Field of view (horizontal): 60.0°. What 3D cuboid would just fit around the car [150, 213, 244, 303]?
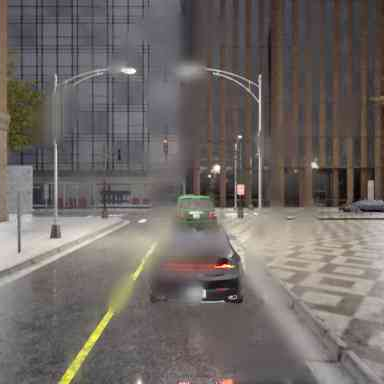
[{"bbox_3d":[0.086,1.503,8.159,1.837,1.490,4.892,0,0,0],"label":"car"}]

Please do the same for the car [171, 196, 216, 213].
[{"bbox_3d":[0.048,1.218,18.151,2.150,2.045,5.566,0,0,-3],"label":"car"}]

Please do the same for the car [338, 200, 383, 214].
[{"bbox_3d":[17.762,1.469,33.522,5.357,1.411,2.033,0,0,0],"label":"car"}]
